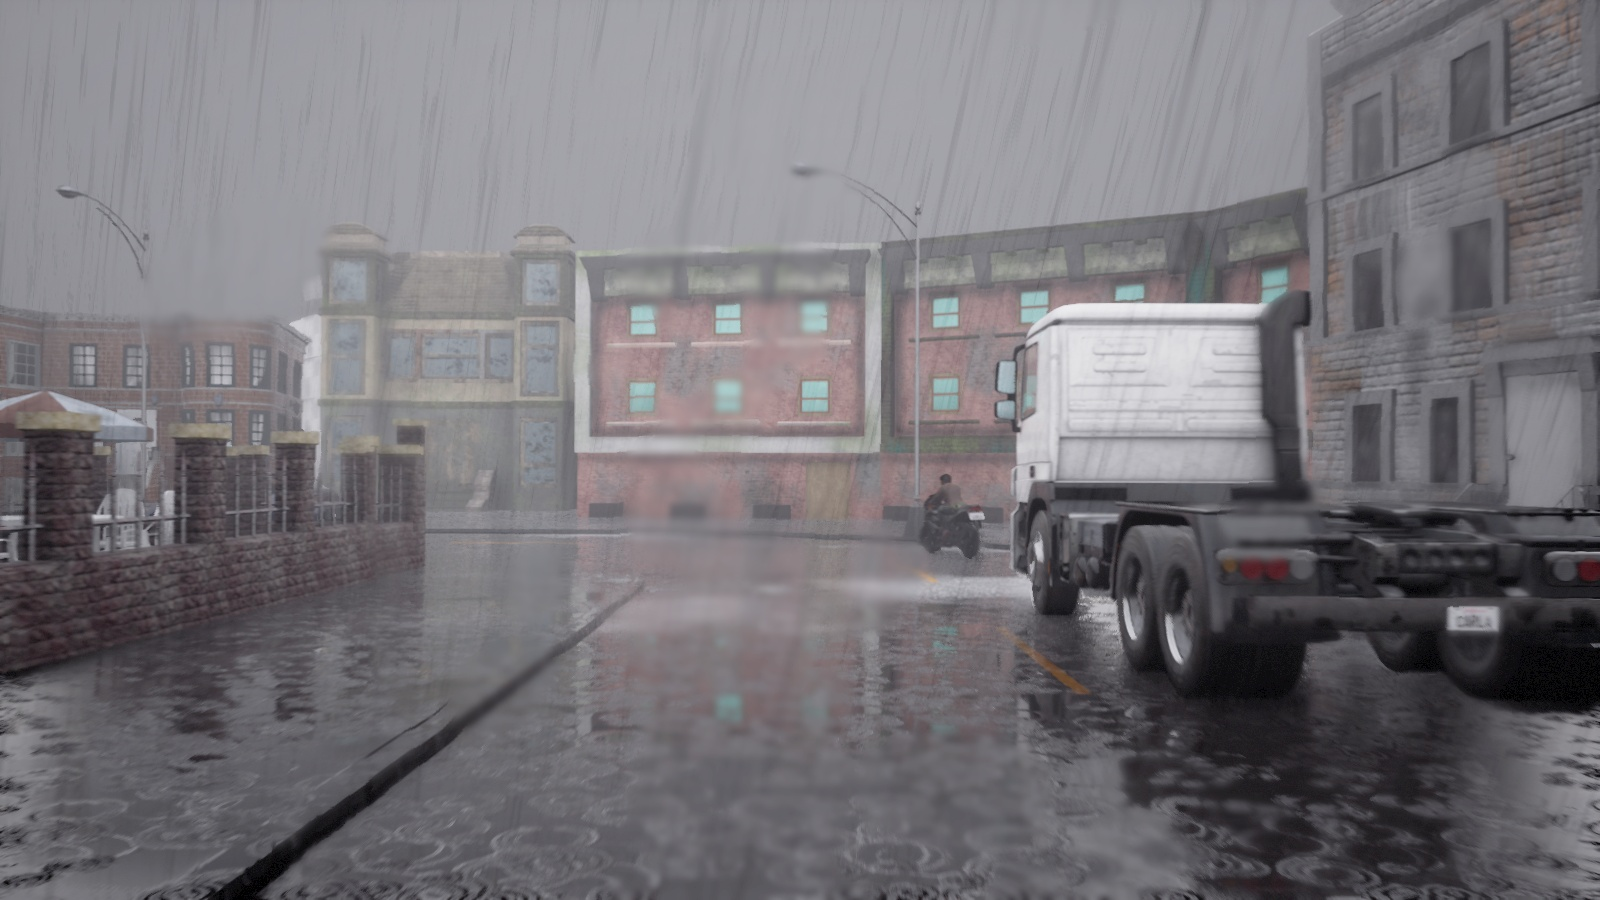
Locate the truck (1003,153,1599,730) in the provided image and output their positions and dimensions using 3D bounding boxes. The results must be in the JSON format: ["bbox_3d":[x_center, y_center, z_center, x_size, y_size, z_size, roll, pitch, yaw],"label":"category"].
[{"bbox_3d":[3.967,0.010,11.521,2.891,3.462,7.936,0,-1,0],"label":"truck"}]

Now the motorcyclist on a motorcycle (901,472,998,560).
[{"bbox_3d":[2.725,1.174,23.094,0.797,1.523,2.044,-2,0,-24],"label":"motorcyclist on a motorcycle"}]

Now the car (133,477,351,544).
[{"bbox_3d":[-12.724,1.362,28.827,4.193,1.474,1.816,0,-1,0],"label":"car"}]
